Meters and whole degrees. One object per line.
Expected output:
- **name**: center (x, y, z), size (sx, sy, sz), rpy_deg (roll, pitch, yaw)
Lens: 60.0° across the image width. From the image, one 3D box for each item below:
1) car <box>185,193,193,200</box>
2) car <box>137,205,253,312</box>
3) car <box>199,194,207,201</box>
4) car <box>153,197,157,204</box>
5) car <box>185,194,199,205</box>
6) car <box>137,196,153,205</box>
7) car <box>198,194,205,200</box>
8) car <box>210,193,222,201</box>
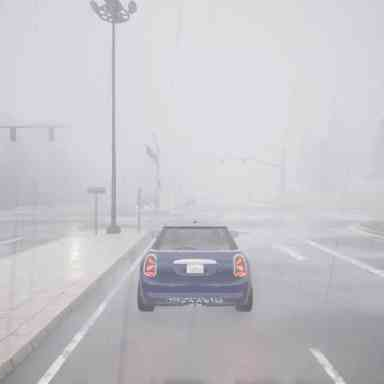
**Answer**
- **car**: center (-0.831, 1.189, 95.570), size (2.150, 2.045, 5.566), rpy_deg (0, 0, -1)
- **car**: center (0.069, 1.352, 7.891), size (2.097, 1.767, 4.553), rpy_deg (0, 0, 0)
- **car**: center (2.836, 1.513, 85.274), size (1.812, 1.442, 4.674), rpy_deg (0, 0, -1)
- **car**: center (-8.383, 1.505, 66.261), size (1.837, 1.490, 4.892), rpy_deg (0, 0, 0)
- **car**: center (-0.171, 1.526, 54.711), size (1.812, 1.442, 4.674), rpy_deg (0, 0, -1)
- **car**: center (-8.293, 1.505, 57.052), size (1.837, 1.490, 4.892), rpy_deg (0, 0, -1)
- **car**: center (2.669, 1.442, 95.597), size (1.882, 1.535, 5.008), rpy_deg (0, 0, -1)
- **car**: center (6.341, 1.215, 85.003), size (2.150, 2.045, 5.566), rpy_deg (0, 0, -1)
